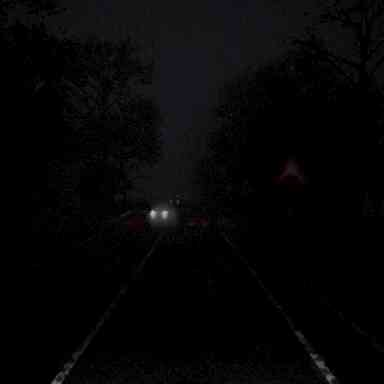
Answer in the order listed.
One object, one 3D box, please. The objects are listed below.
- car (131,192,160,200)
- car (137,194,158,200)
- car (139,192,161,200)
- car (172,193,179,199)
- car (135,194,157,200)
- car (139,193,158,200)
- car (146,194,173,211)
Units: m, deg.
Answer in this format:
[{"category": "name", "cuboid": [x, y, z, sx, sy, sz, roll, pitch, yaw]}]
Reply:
[{"category": "car", "cuboid": [-10.885, 1.134, 77.834, 5.366, 1.575, 1.946, 0, -1, -1]}, {"category": "car", "cuboid": [-11.144, 1.235, 83.372, 5.008, 1.535, 2.097, 0, -1, -1]}, {"category": "car", "cuboid": [-11.177, 1.112, 88.925, 5.566, 2.045, 2.435, 0, -1, -1]}, {"category": "car", "cuboid": [-3.999, 0.971, 78.946, 1.837, 1.490, 4.892, 0, -1, -1]}, {"category": "car", "cuboid": [-11.110, 1.183, 80.600, 4.892, 1.521, 2.231, 0, -1, -1]}, {"category": "car", "cuboid": [-11.203, 1.172, 86.150, 4.553, 1.767, 2.185, 0, -1, -1]}, {"category": "car", "cuboid": [-3.567, 1.305, 37.363, 2.033, 1.411, 5.357, 0, 1, -1]}]
